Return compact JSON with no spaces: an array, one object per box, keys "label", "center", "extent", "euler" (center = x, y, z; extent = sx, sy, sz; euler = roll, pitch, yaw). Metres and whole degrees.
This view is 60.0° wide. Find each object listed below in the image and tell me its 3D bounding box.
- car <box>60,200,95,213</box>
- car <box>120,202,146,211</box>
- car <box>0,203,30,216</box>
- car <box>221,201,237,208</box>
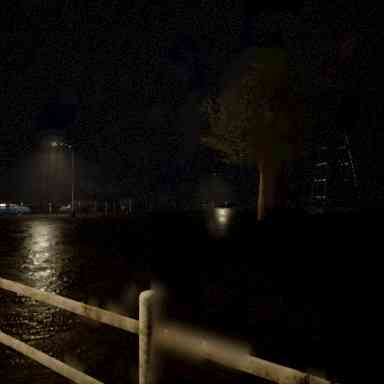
[{"label":"car","center":[-15.129,1.911,44.015],"extent":[2.097,1.767,4.553],"euler":[-2,-2,36]},{"label":"car","center":[-9.191,2.258,52.255],"extent":[1.812,1.442,4.674],"euler":[-2,-2,36]},{"label":"car","center":[-20.669,1.950,36.309],"extent":[2.033,1.411,5.357],"euler":[-2,-2,35]},{"label":"car","center":[7.734,2.626,69.478],"extent":[1.994,1.385,4.181],"euler":[-2,-2,36]}]
